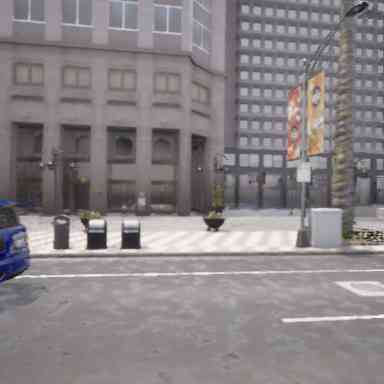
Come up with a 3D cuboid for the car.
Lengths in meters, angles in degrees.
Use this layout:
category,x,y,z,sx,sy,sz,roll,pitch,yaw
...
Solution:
category,x,y,z,sx,sy,sz,roll,pitch,yaw
car,-6.300,1.135,6.699,5.566,2.045,2.150,1,0,-8
